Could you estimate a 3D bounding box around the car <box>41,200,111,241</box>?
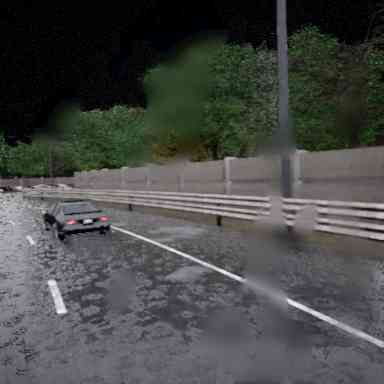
[{"bbox_3d":[-5.075,1.050,14.070,2.033,1.411,5.357,-4,3,-32],"label":"car"}]
